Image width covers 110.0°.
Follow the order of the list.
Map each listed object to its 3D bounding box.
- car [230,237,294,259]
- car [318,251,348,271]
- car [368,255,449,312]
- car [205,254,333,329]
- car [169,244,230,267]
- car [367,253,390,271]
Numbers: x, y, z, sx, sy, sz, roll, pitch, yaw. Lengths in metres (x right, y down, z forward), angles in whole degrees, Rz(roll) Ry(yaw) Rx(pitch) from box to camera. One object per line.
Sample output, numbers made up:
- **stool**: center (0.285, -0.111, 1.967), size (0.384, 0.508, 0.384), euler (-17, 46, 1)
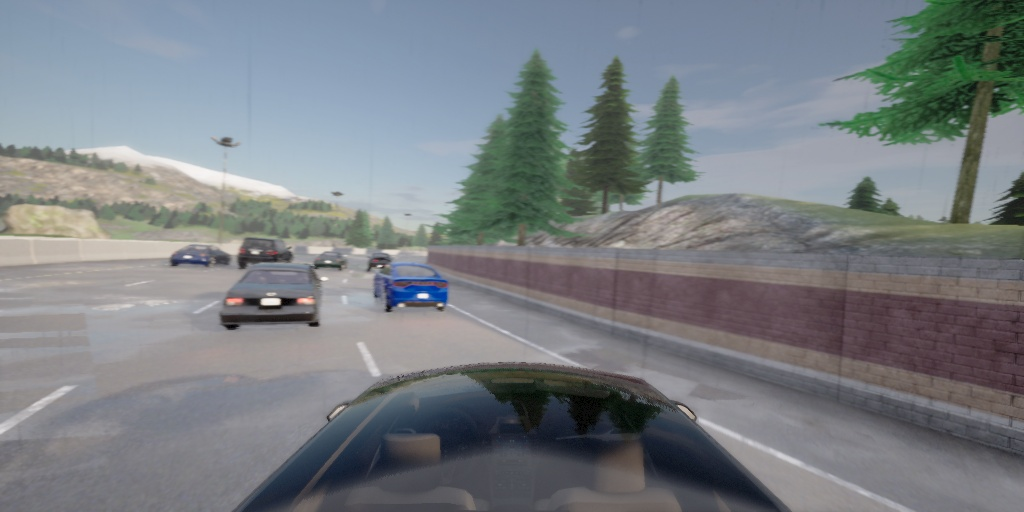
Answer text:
- **car**: center (-16.182, -0.171, 23.799), size (2.150, 2.045, 5.566), euler (4, 0, -21)
- **car**: center (-13.781, 0.321, 27.487), size (1.994, 1.385, 4.181), euler (4, 0, -20)
- **car**: center (-3.733, 0.946, 12.755), size (1.882, 1.535, 5.008), euler (4, 0, -27)
- **car**: center (-5.968, 0.877, 9.368), size (2.033, 1.411, 5.357), euler (4, 0, -28)
- **car**: center (-19.462, -0.043, 22.621), size (1.994, 1.385, 4.181), euler (4, 0, -21)
- **car**: center (-10.731, 0.460, 29.299), size (1.837, 1.490, 4.892), euler (4, 0, -19)
